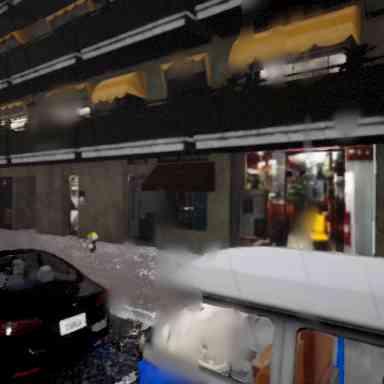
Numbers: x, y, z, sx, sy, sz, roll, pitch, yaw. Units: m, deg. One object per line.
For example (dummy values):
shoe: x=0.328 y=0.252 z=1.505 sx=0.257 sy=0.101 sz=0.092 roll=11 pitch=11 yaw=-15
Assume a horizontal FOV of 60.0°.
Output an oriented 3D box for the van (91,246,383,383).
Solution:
van: x=1.435 y=1.342 z=1.840 sx=3.998 sy=1.788 sz=1.690 roll=0 pitch=1 yaw=36

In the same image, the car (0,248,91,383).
car: x=-3.061 y=1.551 z=5.050 sx=4.313 sy=1.339 sz=1.947 roll=0 pitch=1 yaw=36
